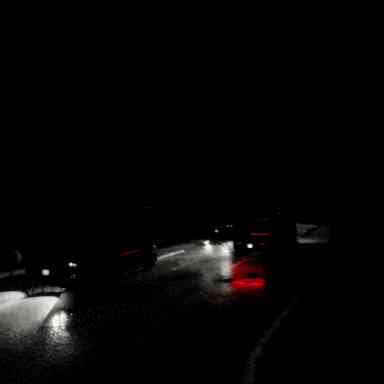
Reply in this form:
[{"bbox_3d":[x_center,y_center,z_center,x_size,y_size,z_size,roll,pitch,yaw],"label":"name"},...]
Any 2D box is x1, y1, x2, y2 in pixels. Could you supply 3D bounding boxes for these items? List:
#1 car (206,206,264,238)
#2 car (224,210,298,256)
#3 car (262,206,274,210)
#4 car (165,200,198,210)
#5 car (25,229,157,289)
[{"bbox_3d":[2.490,1.878,20.330,2.128,1.511,4.902,-2,-1,28],"label":"car"},{"bbox_3d":[3.301,1.756,14.521,1.837,1.490,4.892,-2,-1,28],"label":"car"},{"bbox_3d":[6.847,2.020,31.554,1.895,1.301,4.718,-1,0,-5],"label":"car"},{"bbox_3d":[-1.565,1.793,46.672,4.902,1.511,2.128,1,-1,30],"label":"car"},{"bbox_3d":[-2.832,1.864,10.166,1.994,1.385,4.181,-2,-2,26],"label":"car"}]
